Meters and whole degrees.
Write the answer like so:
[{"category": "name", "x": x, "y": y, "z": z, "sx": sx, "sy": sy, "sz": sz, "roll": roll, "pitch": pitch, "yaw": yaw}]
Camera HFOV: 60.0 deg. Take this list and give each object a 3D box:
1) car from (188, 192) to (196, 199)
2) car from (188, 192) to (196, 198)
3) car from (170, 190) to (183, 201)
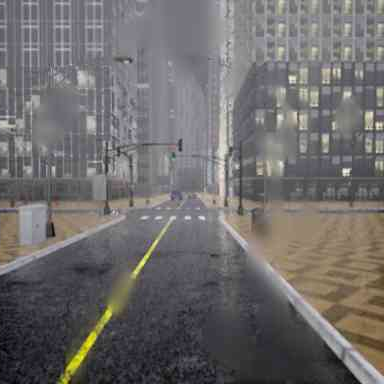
[{"category": "car", "x": -0.013, "y": 0.843, "z": 76.136, "sx": 2.128, "sy": 1.511, "sz": 4.902, "roll": 0, "pitch": 0, "yaw": 0}, {"category": "car", "x": -0.014, "y": 0.762, "z": 86.554, "sx": 2.033, "sy": 1.411, "sz": 5.357, "roll": 0, "pitch": 0, "yaw": 0}, {"category": "car", "x": -3.019, "y": 0.624, "z": 65.704, "sx": 2.150, "sy": 2.045, "sz": 5.566, "roll": 0, "pitch": 1, "yaw": 0}]
